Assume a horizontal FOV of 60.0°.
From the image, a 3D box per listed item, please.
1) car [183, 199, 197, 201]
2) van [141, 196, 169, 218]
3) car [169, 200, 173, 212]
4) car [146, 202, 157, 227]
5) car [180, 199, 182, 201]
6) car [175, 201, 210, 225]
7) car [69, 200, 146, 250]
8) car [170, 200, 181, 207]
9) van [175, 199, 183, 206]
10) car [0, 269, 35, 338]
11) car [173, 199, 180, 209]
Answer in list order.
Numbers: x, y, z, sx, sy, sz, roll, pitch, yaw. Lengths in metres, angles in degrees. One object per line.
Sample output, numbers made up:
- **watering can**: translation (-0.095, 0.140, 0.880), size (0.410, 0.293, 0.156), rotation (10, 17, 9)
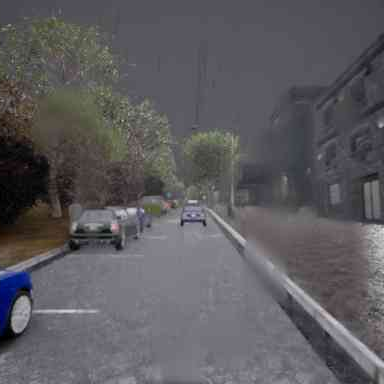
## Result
- **car**: translation (0.081, 1.688, 42.808), size (1.812, 1.442, 4.674), rotation (0, -1, 0)
- **van**: translation (-3.663, 1.364, 31.621), size (1.878, 1.987, 4.442), rotation (0, 0, 2)
- **car**: translation (-3.670, 1.483, 37.043), size (2.185, 1.767, 4.553), rotation (0, 0, 2)
- **car**: translation (-3.662, 1.590, 20.360), size (2.002, 1.452, 4.674), rotation (0, 0, 2)
- **car**: translation (-3.665, 2.274, 64.882), size (2.097, 1.535, 5.008), rotation (1, -2, 2)
- **car**: translation (0.088, 1.633, 24.645), size (2.033, 1.411, 5.357), rotation (0, 0, 0)
- **car**: translation (-3.661, 1.405, 14.761), size (2.185, 1.767, 4.553), rotation (0, 0, 2)
- **car**: translation (-3.680, 2.645, 76.044), size (2.163, 1.488, 4.792), rotation (0, -1, 2)
- **van**: translation (-3.666, 2.875, 92.848), size (1.878, 1.987, 4.442), rotation (1, -1, 2)
- **car**: translation (-3.655, 1.492, 3.645), size (2.097, 1.535, 5.008), rotation (0, 0, 2)
- **car**: translation (-3.658, 1.964, 53.777), size (2.163, 1.488, 4.792), rotation (1, -2, 2)
